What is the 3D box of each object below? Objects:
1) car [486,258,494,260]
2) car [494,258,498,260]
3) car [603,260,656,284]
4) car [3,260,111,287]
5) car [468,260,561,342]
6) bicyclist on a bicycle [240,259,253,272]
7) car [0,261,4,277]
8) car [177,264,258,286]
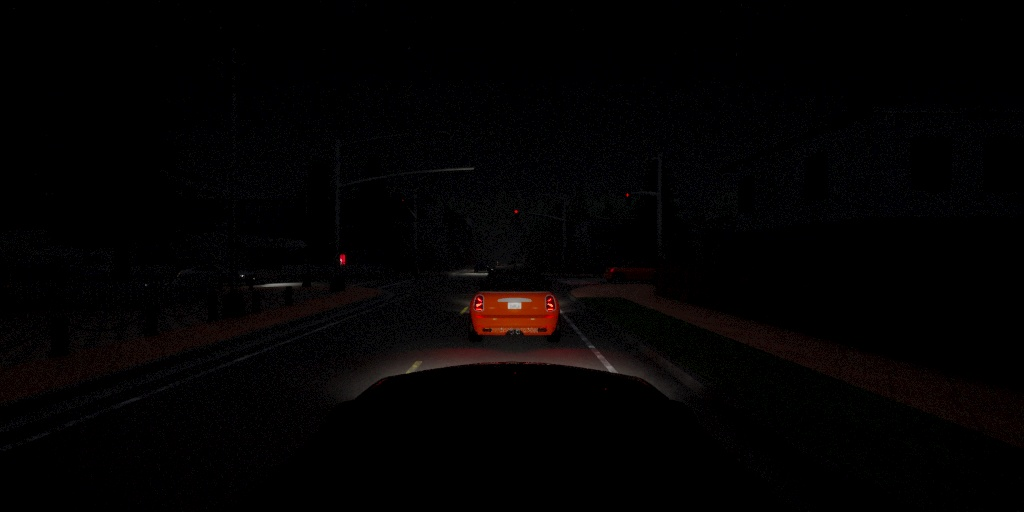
[{"bbox_3d":[-3.614,1.227,44.784,1.882,1.535,5.008,0,0,0],"label":"car"},{"bbox_3d":[-3.606,1.242,57.430,2.128,1.511,4.902,0,0,0],"label":"car"},{"bbox_3d":[9.017,1.082,25.957,4.553,1.767,2.097,0,0,-2],"label":"car"},{"bbox_3d":[-30.185,1.243,24.122,5.008,1.535,1.882,0,0,-1],"label":"car"},{"bbox_3d":[0.069,1.102,9.944,2.097,1.767,4.553,0,0,0],"label":"car"},{"bbox_3d":[-23.569,1.066,31.794,0.582,1.620,1.656,0,0,-2],"label":"bicyclist on a bicycle"},{"bbox_3d":[-37.810,1.329,27.582,4.181,1.385,1.994,0,0,-2],"label":"car"},{"bbox_3d":[-20.005,1.291,24.435,4.674,1.442,1.812,0,0,-2],"label":"car"}]
